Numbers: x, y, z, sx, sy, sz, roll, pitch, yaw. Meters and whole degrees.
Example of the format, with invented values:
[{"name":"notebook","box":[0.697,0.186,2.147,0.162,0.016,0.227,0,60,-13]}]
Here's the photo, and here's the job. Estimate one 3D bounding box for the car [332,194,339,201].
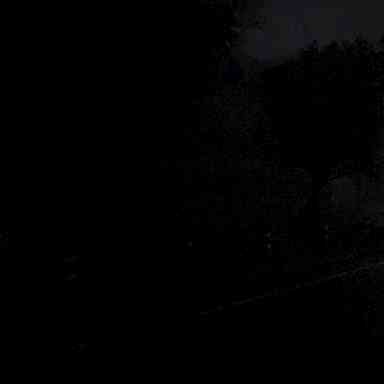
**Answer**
[{"name":"car","box":[22.840,0.642,57.347,2.097,1.767,4.553,1,0,-35]}]
